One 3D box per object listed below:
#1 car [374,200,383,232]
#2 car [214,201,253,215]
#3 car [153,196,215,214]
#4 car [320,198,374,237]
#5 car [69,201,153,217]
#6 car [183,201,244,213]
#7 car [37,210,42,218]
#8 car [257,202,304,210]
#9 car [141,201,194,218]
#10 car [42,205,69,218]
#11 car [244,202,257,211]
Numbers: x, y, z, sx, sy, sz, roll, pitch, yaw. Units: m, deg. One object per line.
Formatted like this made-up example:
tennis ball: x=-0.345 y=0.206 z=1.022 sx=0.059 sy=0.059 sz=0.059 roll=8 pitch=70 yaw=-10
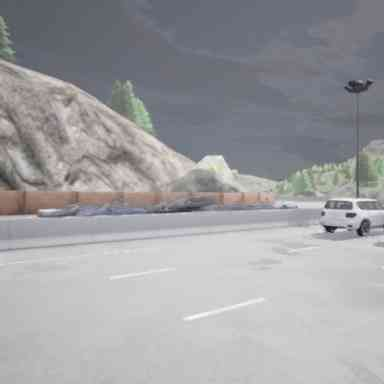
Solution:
car: x=11.514 y=1.370 z=16.265 sx=5.566 sy=2.045 sz=2.150 roll=0 pitch=0 yaw=-36
car: x=4.724 y=1.765 z=37.400 sx=4.181 sy=1.385 sz=1.994 roll=1 pitch=0 yaw=-38
car: x=-0.232 y=1.354 z=29.500 sx=5.566 sy=2.045 sz=2.150 roll=1 pitch=0 yaw=-36
car: x=9.763 y=1.373 z=19.318 sx=5.566 sy=2.045 sz=2.150 roll=0 pitch=0 yaw=-36
car: x=-5.214 y=1.417 z=21.646 sx=4.553 sy=1.767 sz=2.097 roll=1 pitch=0 yaw=-36
car: x=1.753 y=1.696 z=26.617 sx=4.181 sy=1.385 sz=1.994 roll=1 pitch=0 yaw=-36
car: x=-9.901 y=1.660 z=26.901 sx=4.718 sy=1.301 sz=1.895 roll=1 pitch=0 yaw=-36
car: x=8.744 y=1.801 z=31.673 sx=4.718 sy=1.301 sz=1.895 roll=1 pitch=0 yaw=-36
car: x=-2.345 y=1.637 z=32.292 sx=4.892 sy=1.490 sz=1.837 roll=1 pitch=0 yaw=-36
car: x=-7.918 y=1.585 z=24.017 sx=4.674 sy=1.442 sz=1.812 roll=1 pitch=0 yaw=-36
car: x=7.173 y=1.769 z=34.874 sx=4.181 sy=1.385 sz=1.994 roll=1 pitch=0 yaw=-38
